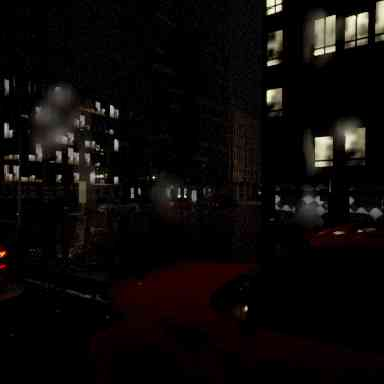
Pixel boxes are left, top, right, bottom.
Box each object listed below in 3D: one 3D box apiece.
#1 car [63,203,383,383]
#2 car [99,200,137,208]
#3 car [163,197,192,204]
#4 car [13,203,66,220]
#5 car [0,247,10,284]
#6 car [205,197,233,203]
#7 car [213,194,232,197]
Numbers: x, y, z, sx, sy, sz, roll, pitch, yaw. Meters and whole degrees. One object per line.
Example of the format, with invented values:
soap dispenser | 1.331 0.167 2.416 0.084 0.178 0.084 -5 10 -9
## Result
car | 1.668 1.221 2.496 5.566 2.045 2.150 0 0 35
car | -7.788 1.619 35.462 1.812 1.442 4.674 1 0 37
car | -1.913 1.490 43.357 2.097 1.767 4.553 1 0 37
car | -12.932 1.617 28.523 1.994 1.385 4.181 1 0 37
car | -6.238 1.522 8.109 4.674 1.442 1.812 0 0 35
car | 4.304 1.739 46.374 2.033 1.411 5.357 1 0 37
car | 4.321 1.406 51.689 2.150 2.045 5.566 1 0 37
